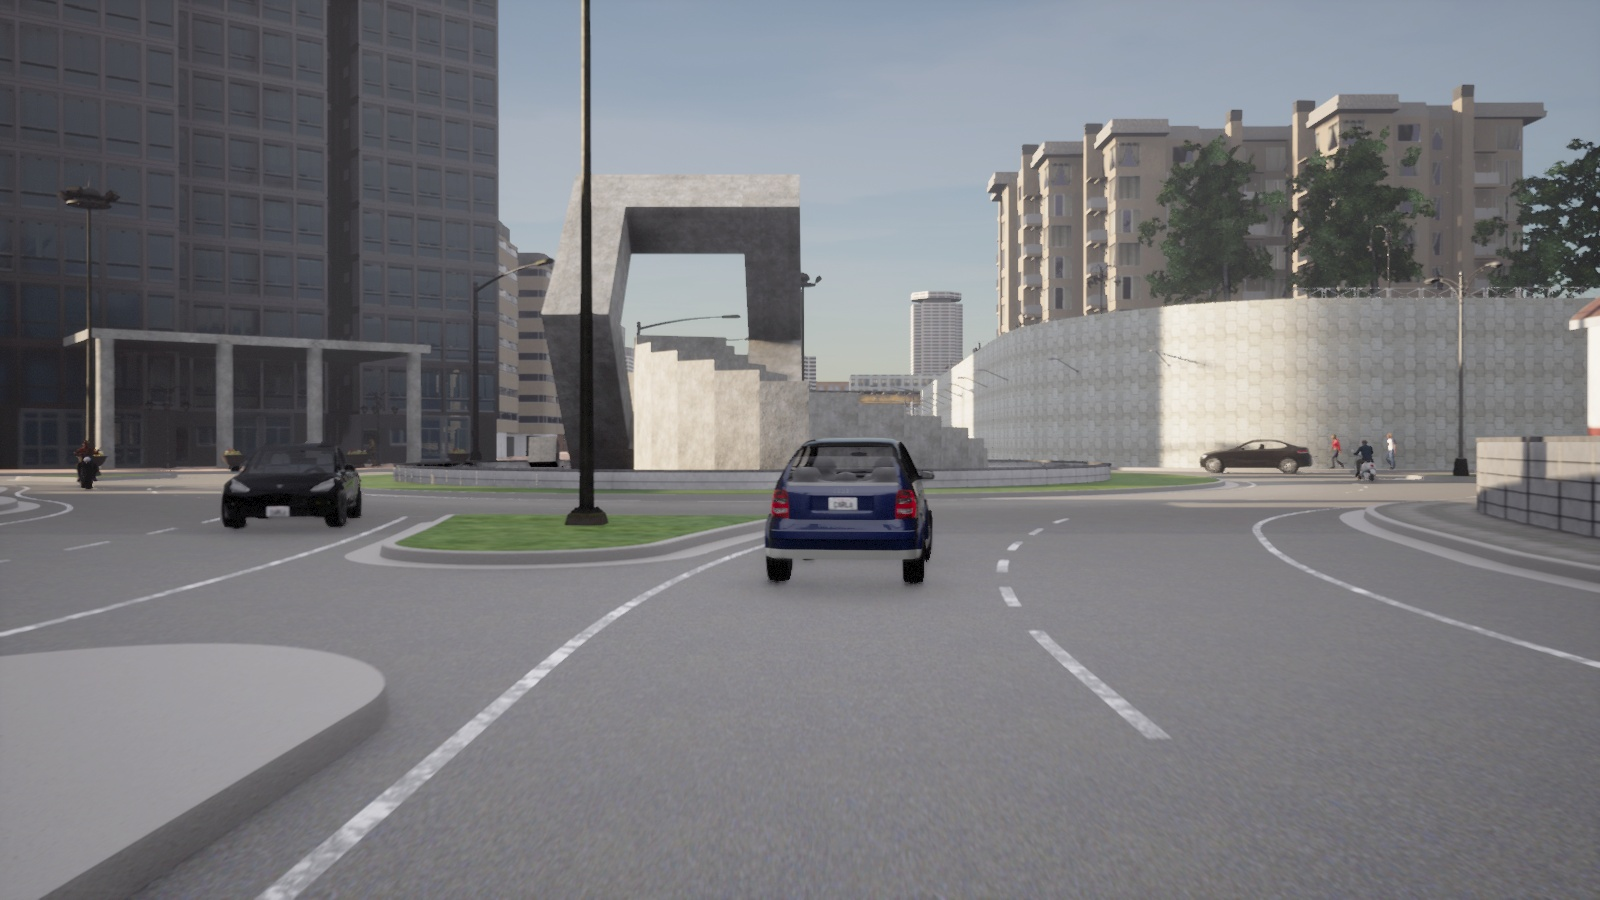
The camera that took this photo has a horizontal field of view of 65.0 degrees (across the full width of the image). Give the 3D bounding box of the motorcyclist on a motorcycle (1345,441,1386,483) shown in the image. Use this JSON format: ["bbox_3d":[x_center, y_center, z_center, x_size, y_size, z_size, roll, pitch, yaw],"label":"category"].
[{"bbox_3d":[21.892,0.439,48.659,0.866,1.590,1.817,-1,0,4],"label":"motorcyclist on a motorcycle"}]

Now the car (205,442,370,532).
[{"bbox_3d":[-9.441,0.604,23.544,2.163,1.488,4.792,0,0,-14],"label":"car"}]

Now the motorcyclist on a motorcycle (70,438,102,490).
[{"bbox_3d":[-23.430,0.442,41.182,0.766,1.649,2.350,-1,1,-33],"label":"motorcyclist on a motorcycle"}]

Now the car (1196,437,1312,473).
[{"bbox_3d":[21.505,0.202,59.450,5.027,1.651,2.152,0,0,24],"label":"car"}]

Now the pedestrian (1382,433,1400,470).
[{"bbox_3d":[29.270,0.069,62.169,0.706,1.836,0.354,0,0,0],"label":"pedestrian"}]

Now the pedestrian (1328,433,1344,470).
[{"bbox_3d":[26.612,0.066,62.342,0.636,1.846,0.331,0,0,4],"label":"pedestrian"}]

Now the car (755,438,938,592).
[{"bbox_3d":[0.667,0.642,14.590,1.789,1.549,3.705,0,0,8],"label":"car"}]
